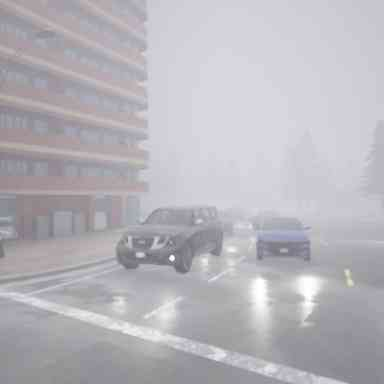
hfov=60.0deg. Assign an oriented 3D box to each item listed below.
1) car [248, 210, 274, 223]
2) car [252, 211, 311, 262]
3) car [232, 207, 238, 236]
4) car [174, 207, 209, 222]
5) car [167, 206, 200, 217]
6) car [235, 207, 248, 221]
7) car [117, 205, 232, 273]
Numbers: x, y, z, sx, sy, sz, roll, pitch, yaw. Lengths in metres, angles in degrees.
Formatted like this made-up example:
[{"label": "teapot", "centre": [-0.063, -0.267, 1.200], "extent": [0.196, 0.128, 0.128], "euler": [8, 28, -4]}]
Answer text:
[{"label": "car", "centre": [5.210, 1.978, 22.519], "extent": [1.812, 1.442, 4.674], "euler": [-1, -1, 2]}, {"label": "car", "centre": [3.688, 1.736, 13.566], "extent": [1.882, 1.535, 5.008], "euler": [-1, -1, 14]}, {"label": "car", "centre": [1.704, 1.966, 21.917], "extent": [1.882, 1.535, 5.008], "euler": [-1, -1, 3]}, {"label": "car", "centre": [-0.134, 2.412, 36.386], "extent": [2.033, 1.411, 5.357], "euler": [0, -2, -20]}, {"label": "car", "centre": [-1.245, 2.675, 46.634], "extent": [2.033, 1.411, 5.357], "euler": [0, -2, -34]}, {"label": "car", "centre": [4.434, 2.196, 32.501], "extent": [2.128, 1.511, 4.902], "euler": [-1, -1, -13]}, {"label": "car", "centre": [-0.453, 1.506, 12.161], "extent": [2.150, 2.045, 5.566], "euler": [-1, -1, 22]}]
